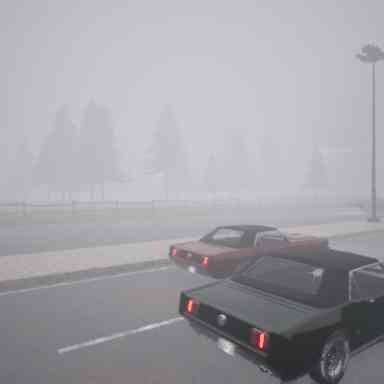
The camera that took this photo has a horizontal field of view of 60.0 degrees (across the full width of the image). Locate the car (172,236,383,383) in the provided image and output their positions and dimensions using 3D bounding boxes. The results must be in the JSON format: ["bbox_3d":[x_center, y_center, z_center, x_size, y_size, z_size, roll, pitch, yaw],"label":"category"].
[{"bbox_3d":[2.225,1.588,5.334,4.718,1.301,1.895,0,0,-36],"label":"car"}]

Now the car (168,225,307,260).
[{"bbox_3d":[1.800,1.583,9.330,4.718,1.301,1.895,0,0,-35],"label":"car"}]

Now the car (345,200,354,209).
[{"bbox_3d":[21.927,1.435,42.820,5.357,1.411,2.033,0,0,-37],"label":"car"}]

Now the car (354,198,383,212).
[{"bbox_3d":[20.923,1.389,37.711,4.902,1.511,2.128,0,0,-37],"label":"car"}]
